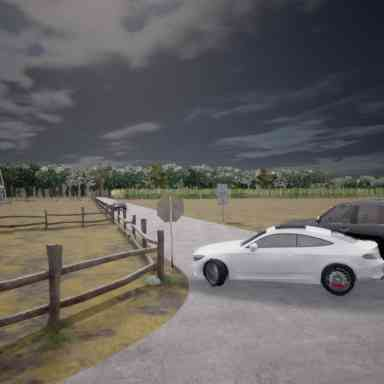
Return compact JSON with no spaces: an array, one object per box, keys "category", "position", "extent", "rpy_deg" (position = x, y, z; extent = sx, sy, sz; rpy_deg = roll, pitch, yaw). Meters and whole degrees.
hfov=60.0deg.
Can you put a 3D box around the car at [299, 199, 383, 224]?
[{"category":"car","position":[5.104,1.226,9.809],"extent":[2.150,2.045,5.566],"rpy_deg":[-2,0,-40]}]

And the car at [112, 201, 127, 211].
[{"category":"car","position":[-10.822,1.977,49.471],"extent":[2.033,1.411,5.357],"rpy_deg":[-2,0,-18]}]

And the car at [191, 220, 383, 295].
[{"category":"car","position":[2.292,1.611,8.620],"extent":[4.674,1.442,1.812],"rpy_deg":[-2,0,18]}]
